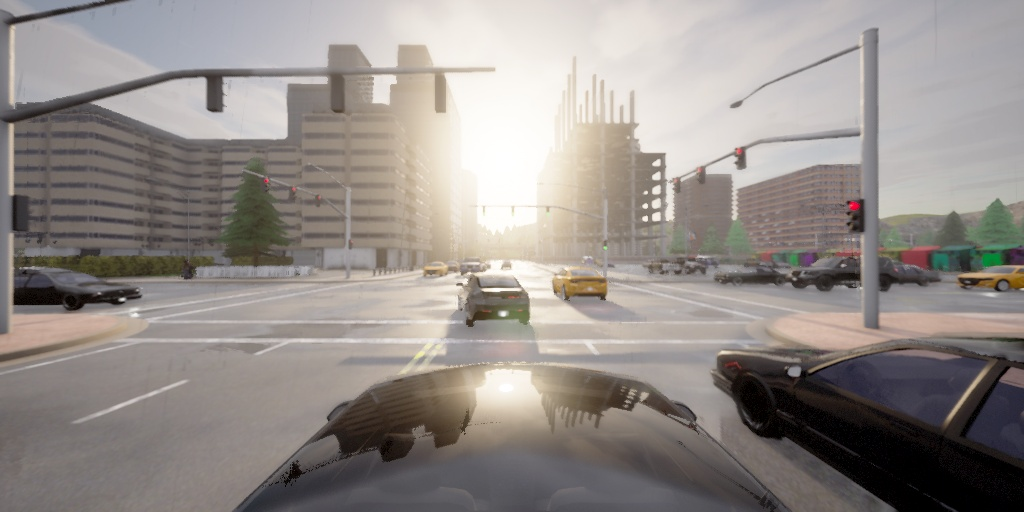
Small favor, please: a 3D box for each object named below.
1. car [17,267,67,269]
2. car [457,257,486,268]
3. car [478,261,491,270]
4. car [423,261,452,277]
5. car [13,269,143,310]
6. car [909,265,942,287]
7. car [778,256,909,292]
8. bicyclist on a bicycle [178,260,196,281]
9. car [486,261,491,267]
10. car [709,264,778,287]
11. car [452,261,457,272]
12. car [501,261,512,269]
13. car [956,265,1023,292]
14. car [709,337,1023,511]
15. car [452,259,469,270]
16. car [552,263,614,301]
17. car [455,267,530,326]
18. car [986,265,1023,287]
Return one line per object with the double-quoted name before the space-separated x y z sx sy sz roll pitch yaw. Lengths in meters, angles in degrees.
"car" -22.943 1.315 17.752 4.892 1.490 1.837 0 0 0
"car" -4.526 1.118 40.879 2.150 2.045 5.566 0 0 0
"car" -4.572 1.533 60.478 1.994 1.385 4.181 0 0 0
"car" -8.009 1.363 37.995 1.882 1.535 5.008 0 0 0
"car" -18.184 1.344 14.282 5.357 1.411 2.033 0 0 -1
"car" 26.521 1.385 25.081 5.357 1.411 2.033 0 0 1
"car" 19.892 1.046 21.707 5.566 2.045 2.150 0 0 1
"bicyclist on a bicycle" -26.010 1.152 28.721 0.582 1.620 1.656 0 0 0
"car" -4.574 1.424 50.619 2.128 1.511 4.902 0 0 0
"car" 16.878 1.439 25.243 4.718 1.301 1.895 0 0 0
"car" -8.064 1.399 47.567 1.882 1.535 5.008 0 0 0
"car" -0.965 1.526 63.056 2.033 1.411 5.357 0 0 -2
"car" 29.886 1.302 21.504 5.008 1.535 1.882 0 0 1
"car" 3.598 1.300 2.379 2.033 1.411 5.357 0 0 0
"car" -8.085 1.308 56.831 2.097 1.767 4.553 0 0 0
"car" 3.251 1.289 18.004 1.882 1.535 5.008 0 0 -3
"car" -0.739 1.294 11.987 1.837 1.490 4.892 1 0 -12
"car" 36.449 1.362 24.849 4.674 1.442 1.812 0 0 1
